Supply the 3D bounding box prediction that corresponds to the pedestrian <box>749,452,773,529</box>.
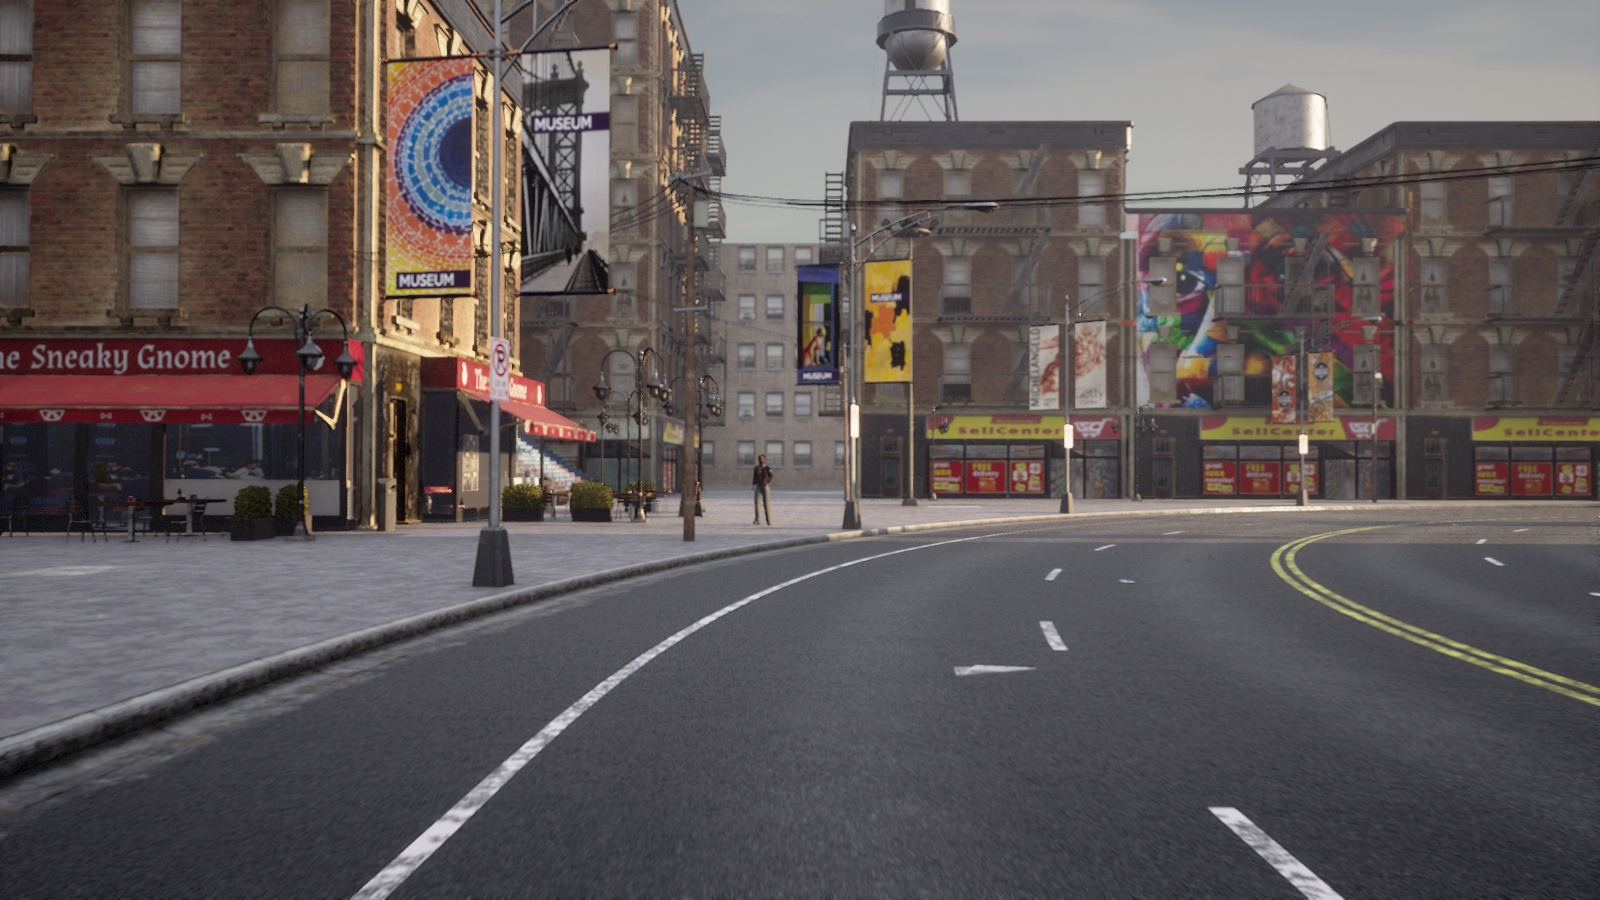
[{"bbox_3d":[-0.990,1.019,31.980,0.402,1.930,0.666,-1,-1,18],"label":"pedestrian"}]
